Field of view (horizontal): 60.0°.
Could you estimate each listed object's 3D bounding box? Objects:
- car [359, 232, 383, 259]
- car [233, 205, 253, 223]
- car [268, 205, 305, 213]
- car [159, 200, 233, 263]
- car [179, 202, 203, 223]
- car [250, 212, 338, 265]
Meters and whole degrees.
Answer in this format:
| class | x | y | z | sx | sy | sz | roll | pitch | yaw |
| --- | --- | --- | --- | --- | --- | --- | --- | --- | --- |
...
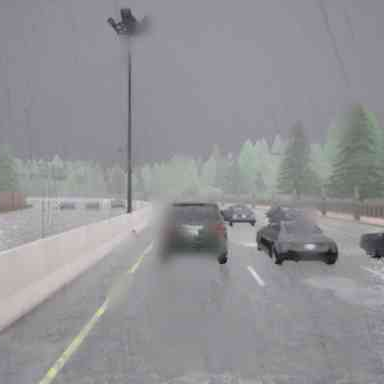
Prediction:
| class | x | y | z | sx | sy | sz | roll | pitch | yaw |
| --- | --- | --- | --- | --- | --- | --- | --- | --- | --- |
| car | 7.043 | 1.602 | 9.811 | 2.033 | 1.411 | 5.357 | 0 | 0 | 1 |
| car | 3.450 | 1.686 | 24.801 | 2.033 | 1.411 | 5.357 | 0 | 0 | -1 |
| car | 6.948 | 1.685 | 24.808 | 2.033 | 1.411 | 5.357 | 0 | 0 | -1 |
| car | 0.066 | 1.293 | 12.415 | 2.150 | 2.045 | 5.566 | 0 | 0 | 0 |
| car | -0.192 | 1.666 | 28.609 | 1.837 | 1.490 | 4.892 | 0 | 0 | -3 |
| car | 3.563 | 1.629 | 11.994 | 1.994 | 1.385 | 4.181 | 0 | -1 | 1 |
